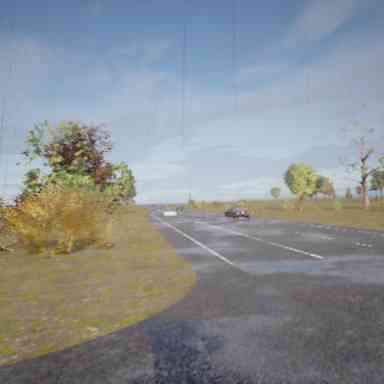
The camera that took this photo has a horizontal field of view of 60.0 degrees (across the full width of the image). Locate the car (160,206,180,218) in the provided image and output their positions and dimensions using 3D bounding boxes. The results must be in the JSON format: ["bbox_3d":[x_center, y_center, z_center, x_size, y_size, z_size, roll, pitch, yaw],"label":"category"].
[{"bbox_3d":[-3.477,3.183,49.911,1.895,1.301,4.718,-2,-2,-10],"label":"car"}]

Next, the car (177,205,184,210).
[{"bbox_3d":[-3.261,4.159,89.311,2.128,1.511,4.902,-2,-2,-10],"label":"car"}]

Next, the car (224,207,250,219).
[{"bbox_3d":[5.376,2.523,40.334,2.033,1.411,5.357,-2,-2,-10],"label":"car"}]
